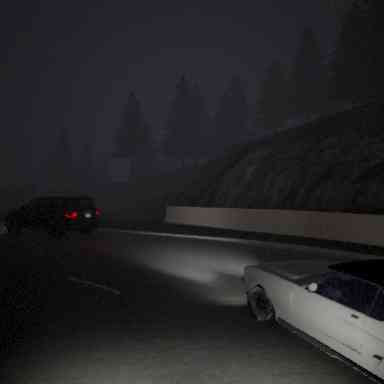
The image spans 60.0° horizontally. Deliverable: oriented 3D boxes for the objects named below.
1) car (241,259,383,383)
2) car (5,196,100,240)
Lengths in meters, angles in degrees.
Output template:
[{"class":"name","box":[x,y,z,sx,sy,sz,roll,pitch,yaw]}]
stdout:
[{"class":"car","box":[2.531,1.601,4.608,1.895,1.301,4.718,0,0,-20]},{"class":"car","box":[-7.296,1.221,17.340,5.566,2.045,2.150,0,0,31]}]
